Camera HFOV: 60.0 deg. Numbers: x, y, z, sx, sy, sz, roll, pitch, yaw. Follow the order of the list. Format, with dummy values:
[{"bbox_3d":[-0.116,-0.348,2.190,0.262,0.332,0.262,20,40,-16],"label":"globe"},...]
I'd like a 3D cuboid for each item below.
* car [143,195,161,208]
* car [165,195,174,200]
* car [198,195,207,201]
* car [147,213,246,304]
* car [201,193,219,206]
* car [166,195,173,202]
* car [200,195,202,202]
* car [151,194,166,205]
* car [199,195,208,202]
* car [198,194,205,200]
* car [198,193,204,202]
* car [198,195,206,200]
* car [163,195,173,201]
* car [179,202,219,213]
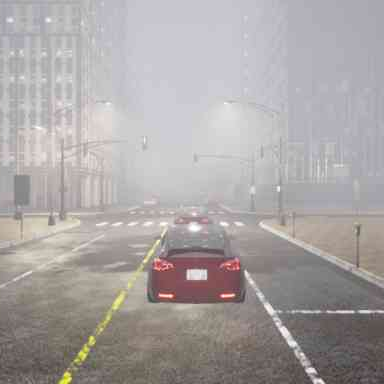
[{"bbox_3d":[-5.893,1.477,47.024,1.752,1.417,4.829,0,0,0],"label":"car"},{"bbox_3d":[-5.825,1.396,86.924,2.008,1.369,4.403,0,0,0],"label":"car"},{"bbox_3d":[2.564,1.408,81.256,1.887,1.381,4.507,0,0,0],"label":"car"},{"bbox_3d":[0.082,1.500,8.196,2.163,1.488,4.792,0,0,0],"label":"car"},{"bbox_3d":[2.747,1.392,47.206,1.967,1.590,4.097,0,0,0],"label":"car"},{"bbox_3d":[-5.808,1.425,75.574,1.887,1.381,4.507,0,0,0],"label":"car"},{"bbox_3d":[2.707,1.490,52.885,2.008,1.369,4.403,0,0,0],"label":"car"},{"bbox_3d":[-5.871,1.255,52.872,2.192,1.841,5.009,0,0,0],"label":"car"},{"bbox_3d":[2.573,1.405,75.752,1.752,1.417,4.829,0,0,0],"label":"car"},{"bbox_3d":[2.546,1.350,92.777,1.752,1.417,4.829,0,0,0],"label":"car"},{"bbox_3d":[2.583,1.211,69.907,2.192,1.841,5.009,0,0,0],"label":"car"},{"bbox_3d":[2.555,1.396,86.931,2.008,1.369,4.403,0,0,0],"label":"car"},{"bbox_3d":[-5.816,1.414,81.249,2.008,1.369,4.403,0,0,0],"label":"car"},{"bbox_3d":[0.062,1.494,17.444,2.163,1.488,4.792,0,0,0],"label":"car"}]
